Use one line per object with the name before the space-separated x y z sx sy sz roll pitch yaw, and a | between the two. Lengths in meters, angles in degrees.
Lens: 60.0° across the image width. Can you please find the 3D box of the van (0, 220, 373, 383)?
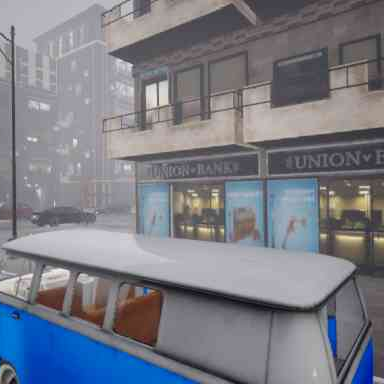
van | -0.450 1.342 3.182 3.998 1.788 1.690 0 -1 36

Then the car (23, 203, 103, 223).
car | -8.542 1.583 22.356 1.947 1.339 4.313 -2 -1 36

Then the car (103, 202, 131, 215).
car | -8.612 1.798 36.407 1.947 1.339 4.313 -2 -1 36

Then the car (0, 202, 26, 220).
car | -15.293 1.608 27.325 1.967 1.590 4.097 -2 -1 36
